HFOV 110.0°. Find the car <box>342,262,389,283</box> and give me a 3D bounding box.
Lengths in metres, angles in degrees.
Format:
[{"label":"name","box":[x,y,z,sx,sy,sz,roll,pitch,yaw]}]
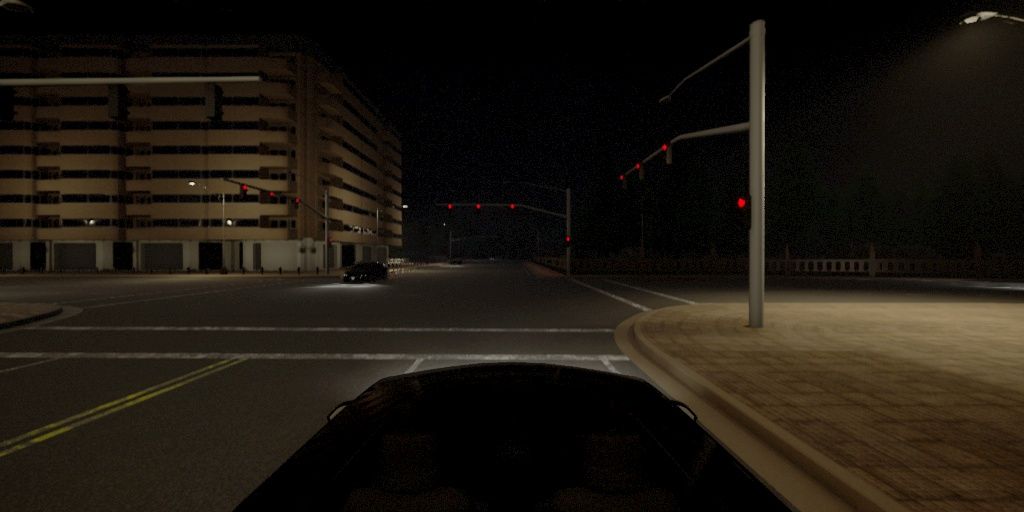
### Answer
[{"label":"car","box":[-10.486,1.197,26.055,1.837,1.490,4.892,0,1,0]}]
